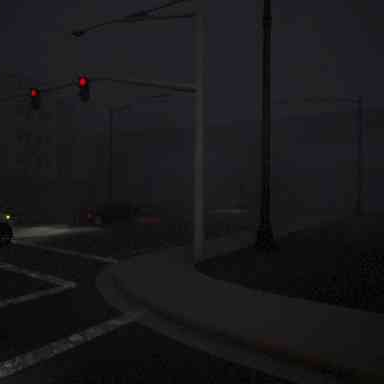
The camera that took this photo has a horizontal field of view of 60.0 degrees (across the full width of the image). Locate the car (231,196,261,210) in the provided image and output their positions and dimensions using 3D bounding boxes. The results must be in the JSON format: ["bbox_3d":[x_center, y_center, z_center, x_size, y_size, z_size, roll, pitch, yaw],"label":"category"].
[{"bbox_3d":[6.769,1.234,40.303,2.097,1.767,4.553,1,1,44],"label":"car"}]

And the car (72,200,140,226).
[{"bbox_3d":[-5.729,1.361,22.707,1.882,1.535,5.008,1,1,34],"label":"car"}]

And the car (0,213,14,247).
[{"bbox_3d":[-8.652,1.150,11.488,2.150,2.045,5.566,-1,0,5],"label":"car"}]
